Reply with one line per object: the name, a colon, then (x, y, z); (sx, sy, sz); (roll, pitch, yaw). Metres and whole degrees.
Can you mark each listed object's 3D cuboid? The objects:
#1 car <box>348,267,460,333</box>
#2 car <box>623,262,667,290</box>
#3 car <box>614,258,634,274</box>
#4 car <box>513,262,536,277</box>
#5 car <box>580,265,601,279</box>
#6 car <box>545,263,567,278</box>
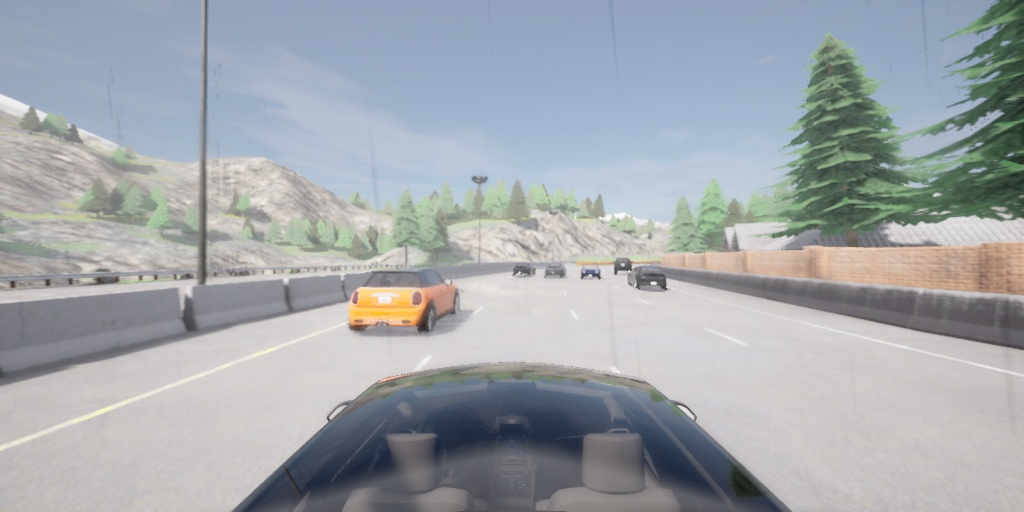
car: (-3.014, 1.126, 11.000); (2.097, 1.767, 4.553); (0, 0, 4)
car: (9.002, 1.402, 24.151); (1.837, 1.490, 4.892); (0, 0, 9)
car: (14.071, 1.237, 45.167); (2.150, 2.045, 5.566); (0, 0, 19)
car: (1.418, 1.428, 39.113); (1.837, 1.490, 4.892); (0, 0, 14)
car: (7.854, 1.541, 35.768); (1.895, 1.301, 4.718); (0, 0, 13)
car: (4.522, 1.421, 36.839); (2.128, 1.511, 4.902); (0, 0, 13)
